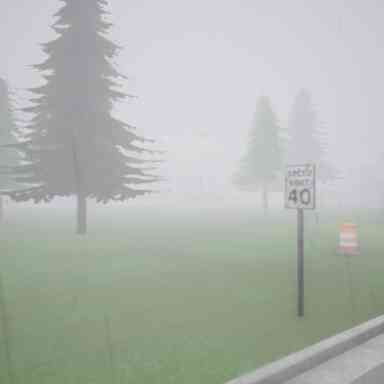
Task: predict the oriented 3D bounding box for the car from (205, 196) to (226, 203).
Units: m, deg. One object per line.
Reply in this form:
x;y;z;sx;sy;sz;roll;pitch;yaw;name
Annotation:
4.398;1.462;65.043;4.902;1.511;2.128;0;0;-15;car

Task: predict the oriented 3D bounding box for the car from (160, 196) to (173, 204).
-3.877;1.451;64.017;5.008;1.535;1.882;-1;1;-35;car

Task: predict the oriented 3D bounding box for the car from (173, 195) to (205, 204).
-0.587;1.465;62.033;4.902;1.511;2.128;0;0;-43;car

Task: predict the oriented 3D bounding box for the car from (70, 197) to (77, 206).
-16.982;1.203;54.507;5.566;2.045;2.150;0;0;-36;car
